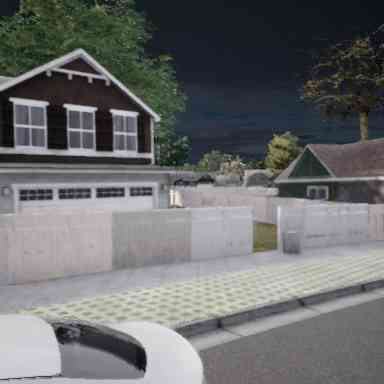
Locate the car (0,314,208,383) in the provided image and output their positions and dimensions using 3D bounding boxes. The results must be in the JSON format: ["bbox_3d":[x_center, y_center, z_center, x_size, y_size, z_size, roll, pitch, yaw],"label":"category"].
[{"bbox_3d":[-1.926,1.514,1.493,4.674,1.442,1.812,0,0,-35],"label":"car"}]
